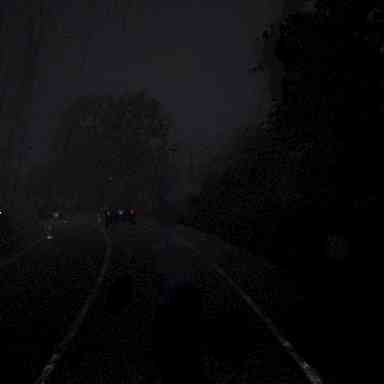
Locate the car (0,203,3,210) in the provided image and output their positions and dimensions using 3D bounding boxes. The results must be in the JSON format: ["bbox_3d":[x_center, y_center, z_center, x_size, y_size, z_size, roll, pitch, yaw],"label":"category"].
[{"bbox_3d":[-38.271,2.746,65.078,2.128,1.511,4.902,-3,1,-33],"label":"car"}]

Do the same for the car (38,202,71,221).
[{"bbox_3d":[-13.583,1.921,32.046,2.128,1.511,4.902,-3,0,-33],"label":"car"}]

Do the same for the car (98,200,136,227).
[{"bbox_3d":[-5.576,1.445,24.306,2.097,1.767,4.553,-2,1,-22],"label":"car"}]

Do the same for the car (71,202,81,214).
[{"bbox_3d":[-14.837,1.901,39.689,1.882,1.535,5.008,-4,1,-37],"label":"car"}]
